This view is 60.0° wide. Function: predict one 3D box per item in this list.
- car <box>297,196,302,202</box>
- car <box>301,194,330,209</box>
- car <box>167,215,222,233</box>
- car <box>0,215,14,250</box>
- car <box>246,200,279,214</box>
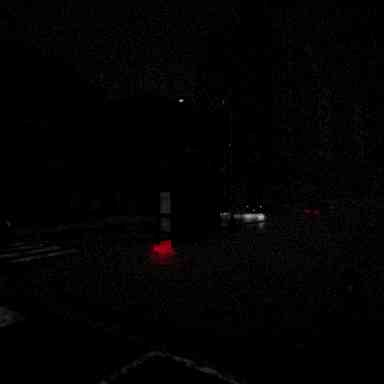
[{"bbox_3d":[16.626,1.059,47.981,1.812,1.442,4.674,-1,0,35],"label":"car"},{"bbox_3d":[16.140,1.400,42.467,2.128,1.511,4.902,-1,0,36],"label":"car"},{"bbox_3d":[0.016,1.465,19.453,1.837,1.490,4.892,-1,0,34],"label":"car"},{"bbox_3d":[-9.082,1.356,11.980,2.097,1.767,4.553,-1,0,35],"label":"car"},{"bbox_3d":[7.523,1.551,35.329,1.895,1.301,4.718,-1,0,35],"label":"car"}]
